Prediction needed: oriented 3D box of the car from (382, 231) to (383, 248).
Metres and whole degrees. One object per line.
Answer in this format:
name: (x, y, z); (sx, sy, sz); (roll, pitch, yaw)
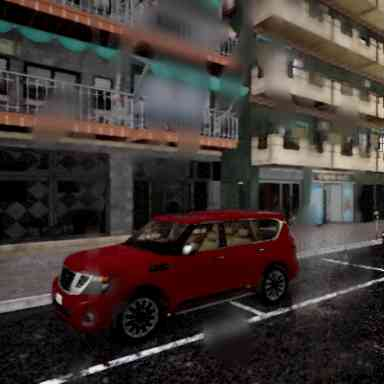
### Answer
car: (9.227, 1.583, 13.152); (4.507, 1.381, 1.887); (0, 0, -36)

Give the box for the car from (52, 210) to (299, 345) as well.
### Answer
car: (0.012, 1.324, 6.572); (5.009, 1.841, 2.192); (0, 0, -36)
